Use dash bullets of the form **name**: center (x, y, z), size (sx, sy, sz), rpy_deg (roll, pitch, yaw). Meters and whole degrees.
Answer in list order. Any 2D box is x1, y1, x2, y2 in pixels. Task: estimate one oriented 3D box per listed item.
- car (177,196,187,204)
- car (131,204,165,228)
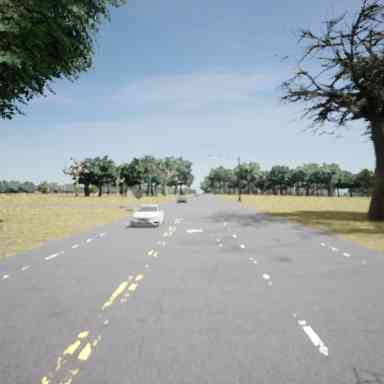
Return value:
- **car**: center (-1.917, 1.514, 64.215), size (2.033, 1.411, 5.357), rpy_deg (0, 0, 1)
- **car**: center (-2.926, 1.564, 22.787), size (1.812, 1.442, 4.674), rpy_deg (0, 0, 1)
